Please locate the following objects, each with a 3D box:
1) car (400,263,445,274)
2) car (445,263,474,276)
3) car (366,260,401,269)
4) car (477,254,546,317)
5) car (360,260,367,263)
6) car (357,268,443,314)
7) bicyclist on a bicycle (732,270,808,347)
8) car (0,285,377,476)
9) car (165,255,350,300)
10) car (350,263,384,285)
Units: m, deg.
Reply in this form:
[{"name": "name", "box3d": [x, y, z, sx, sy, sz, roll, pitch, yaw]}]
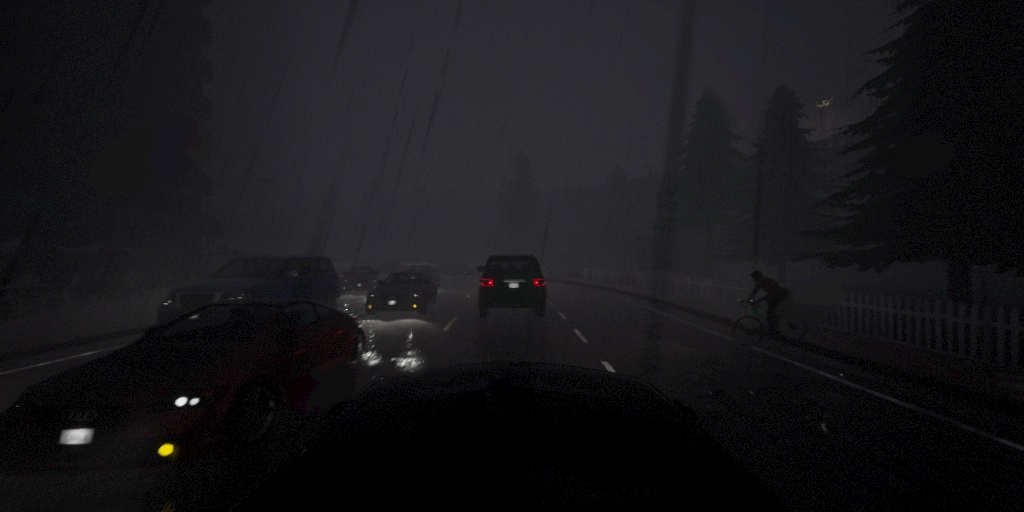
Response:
[{"name": "car", "box3d": [-5.909, 1.319, 23.386, 1.994, 1.385, 4.181, 0, 0, -22]}, {"name": "car", "box3d": [-5.996, 1.348, 36.692, 1.895, 1.301, 4.718, 0, 0, -42]}, {"name": "car", "box3d": [-12.944, 1.316, 38.393, 5.357, 1.411, 2.033, 0, 0, 38]}, {"name": "car", "box3d": [-0.101, 0.965, 13.298, 2.150, 2.045, 5.566, 0, 0, -3]}, {"name": "car", "box3d": [-18.074, 1.257, 45.221, 5.008, 1.535, 1.882, 0, 0, 24]}, {"name": "car", "box3d": [-4.009, 1.319, 13.581, 1.994, 1.385, 4.181, 0, 0, -4]}, {"name": "bicyclist on a bicycle", "box3d": [5.503, 1.109, 7.717, 1.656, 1.620, 0.582, -7, 0, 0]}, {"name": "car", "box3d": [-3.680, 1.324, 4.986, 1.994, 1.385, 4.181, 0, 0, -1]}, {"name": "car", "box3d": [-7.242, 0.989, 10.798, 2.150, 2.045, 5.566, 0, 0, -2]}, {"name": "car", "box3d": [-8.608, 1.329, 20.577, 1.994, 1.385, 4.181, 0, 0, -19]}]
